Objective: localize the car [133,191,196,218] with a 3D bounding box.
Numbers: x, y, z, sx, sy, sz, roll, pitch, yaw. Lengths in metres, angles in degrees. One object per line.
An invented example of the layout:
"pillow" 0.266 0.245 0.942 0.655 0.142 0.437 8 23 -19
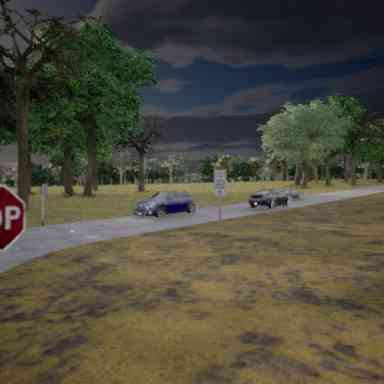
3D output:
"car" -1.835 0.732 22.825 2.097 1.767 4.553 1 3 42

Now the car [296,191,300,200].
"car" 10.203 0.239 36.380 1.994 1.385 4.181 1 3 42

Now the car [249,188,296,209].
"car" 6.611 0.557 27.913 1.837 1.490 4.892 1 3 42
